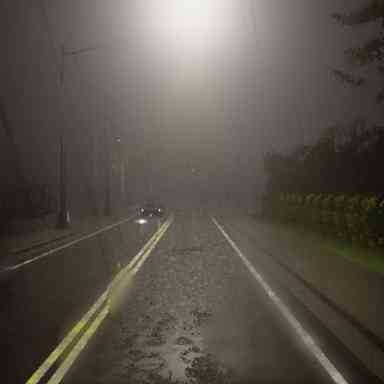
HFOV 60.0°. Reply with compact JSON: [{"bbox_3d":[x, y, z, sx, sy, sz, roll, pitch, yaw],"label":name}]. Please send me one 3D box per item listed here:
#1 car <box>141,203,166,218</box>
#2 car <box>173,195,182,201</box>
[{"bbox_3d":[-3.500,1.653,30.620,1.895,1.301,4.718,0,0,0],"label":"car"},{"bbox_3d":[-3.500,1.495,81.652,1.812,1.442,4.674,0,0,0],"label":"car"}]
